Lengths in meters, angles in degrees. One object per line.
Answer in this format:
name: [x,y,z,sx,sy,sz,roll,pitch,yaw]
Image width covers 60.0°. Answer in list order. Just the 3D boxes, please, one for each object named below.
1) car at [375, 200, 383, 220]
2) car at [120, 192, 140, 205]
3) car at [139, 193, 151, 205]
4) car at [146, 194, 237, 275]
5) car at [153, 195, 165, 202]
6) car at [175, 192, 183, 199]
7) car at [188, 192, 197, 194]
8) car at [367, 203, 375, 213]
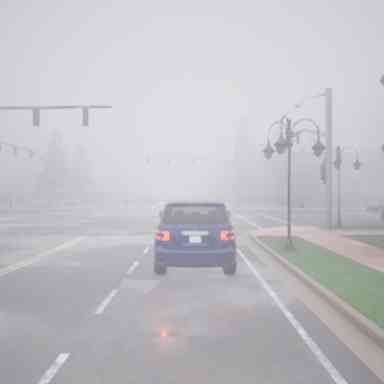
car: [15.672,1.296,22.906,4.553,1.767,2.097,0,0,0]
car: [-10.504,1.214,55.290,2.097,1.767,4.553,0,0,0]
car: [-7.007,1.341,55.101,1.882,1.535,5.008,0,0,0]
car: [0.091,1.196,10.489,2.150,2.045,5.566,0,0,0]
car: [-6.926,1.379,70.265,1.994,1.385,4.181,0,0,0]
car: [-3.406,0.990,89.084,2.097,1.767,4.553,0,0,0]
car: [0.084,1.349,79.239,1.994,1.385,4.181,0,0,0]
car: [20.356,1.422,33.740,4.892,1.490,1.837,0,0,-3]
